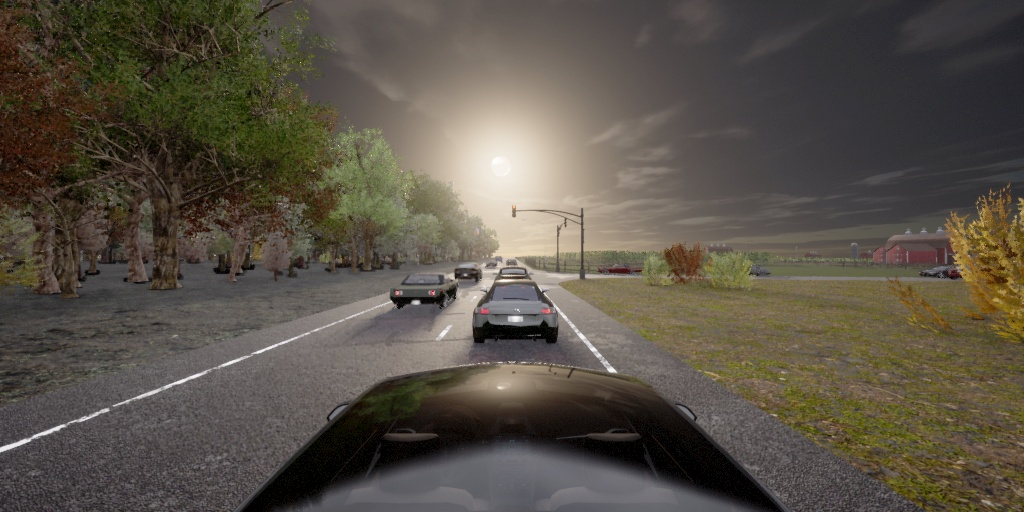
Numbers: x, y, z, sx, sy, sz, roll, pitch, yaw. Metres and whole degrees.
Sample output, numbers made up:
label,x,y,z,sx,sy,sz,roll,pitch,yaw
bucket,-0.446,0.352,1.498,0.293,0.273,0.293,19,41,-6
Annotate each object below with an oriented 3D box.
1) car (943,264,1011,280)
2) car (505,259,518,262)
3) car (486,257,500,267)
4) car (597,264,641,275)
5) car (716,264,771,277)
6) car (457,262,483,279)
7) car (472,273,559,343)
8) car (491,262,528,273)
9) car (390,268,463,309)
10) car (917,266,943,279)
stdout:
label,x,y,z,sx,sy,sz,roll,pitch,yaw
car,48.806,1.633,37.413,4.553,1.767,2.097,1,-1,0
car,-0.060,1.258,62.281,1.837,1.490,4.892,0,0,0
car,-3.575,1.354,64.757,1.895,1.301,4.718,0,0,0
car,12.240,1.547,41.339,4.718,1.301,1.895,1,-1,4
car,26.501,1.644,41.049,5.357,1.411,2.033,1,-1,0
car,-3.474,1.233,29.053,1.882,1.535,5.008,0,0,0
car,0.076,1.316,9.665,1.994,1.385,4.181,0,0,0
car,0.059,1.259,18.565,1.837,1.490,4.892,0,0,0
car,-3.435,1.354,15.014,1.895,1.301,4.718,0,0,0
car,49.424,1.853,40.946,4.892,1.490,1.837,1,-1,1
